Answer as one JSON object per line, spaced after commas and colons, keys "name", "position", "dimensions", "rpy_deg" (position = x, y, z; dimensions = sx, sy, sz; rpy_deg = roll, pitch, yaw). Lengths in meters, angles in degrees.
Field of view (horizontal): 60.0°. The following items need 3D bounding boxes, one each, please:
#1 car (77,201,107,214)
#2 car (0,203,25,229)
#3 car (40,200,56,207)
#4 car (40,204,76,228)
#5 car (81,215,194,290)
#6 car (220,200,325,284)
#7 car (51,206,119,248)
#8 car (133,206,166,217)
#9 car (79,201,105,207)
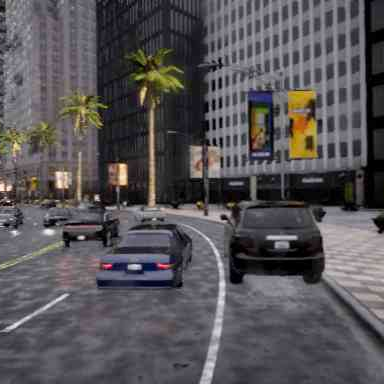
{"name": "car", "position": [-12.819, 1.897, 42.462], "dimensions": [1.882, 1.535, 5.008], "rpy_deg": [0, -1, -40]}
{"name": "car", "position": [-13.454, 1.863, 24.250], "dimensions": [2.128, 1.511, 4.902], "rpy_deg": [-1, 0, -20]}
{"name": "car", "position": [-27.325, 2.232, 63.125], "dimensions": [2.231, 1.521, 4.892], "rpy_deg": [-1, 0, -43]}
{"name": "car", "position": [-10.172, 1.880, 25.466], "dimensions": [2.033, 1.411, 5.357], "rpy_deg": [-1, 0, -20]}
{"name": "car", "position": [-1.029, 1.613, 9.397], "dimensions": [2.033, 1.411, 5.357], "rpy_deg": [-1, 0, 4]}
{"name": "car", "position": [2.073, 1.238, 9.780], "dimensions": [2.150, 2.045, 5.566], "rpy_deg": [-1, 0, 3]}
{"name": "car", "position": [-4.650, 1.646, 15.875], "dimensions": [2.128, 1.511, 4.902], "rpy_deg": [-1, 0, -4]}
{"name": "car", "position": [-3.638, 1.800, 27.531], "dimensions": [1.895, 1.301, 4.718], "rpy_deg": [-1, 0, -19]}
{"name": "car", "position": [-10.629, 1.846, 33.955], "dimensions": [1.837, 1.490, 4.892], "rpy_deg": [0, -1, -31]}
